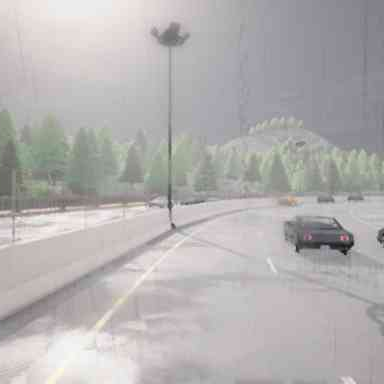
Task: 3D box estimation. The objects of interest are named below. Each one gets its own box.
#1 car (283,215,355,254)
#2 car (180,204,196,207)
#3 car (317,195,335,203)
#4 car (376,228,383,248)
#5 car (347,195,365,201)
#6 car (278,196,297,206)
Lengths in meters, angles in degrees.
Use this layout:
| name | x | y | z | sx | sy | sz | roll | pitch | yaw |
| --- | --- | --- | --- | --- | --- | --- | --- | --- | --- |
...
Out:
| name | x | y | z | sx | sy | sz | roll | pitch | yaw |
| --- | --- | --- | --- | --- | --- | --- | --- | --- | --- |
| car | 4.847 | 1.580 | 13.436 | 1.895 | 1.301 | 4.718 | 0 | 0 | 9 |
| car | 0.089 | 1.341 | 44.833 | 1.882 | 1.535 | 5.008 | 0 | 0 | 27 |
| car | 26.021 | 1.342 | 64.498 | 4.902 | 1.511 | 2.128 | 0 | 0 | -44 |
| car | 7.962 | 1.549 | 10.799 | 2.033 | 1.411 | 5.357 | 0 | 0 | 8 |
| car | 36.505 | 1.336 | 74.075 | 4.892 | 1.490 | 1.837 | 0 | 0 | -36 |
| car | 15.213 | 1.383 | 52.771 | 1.882 | 1.535 | 5.008 | 0 | 0 | 34 |
